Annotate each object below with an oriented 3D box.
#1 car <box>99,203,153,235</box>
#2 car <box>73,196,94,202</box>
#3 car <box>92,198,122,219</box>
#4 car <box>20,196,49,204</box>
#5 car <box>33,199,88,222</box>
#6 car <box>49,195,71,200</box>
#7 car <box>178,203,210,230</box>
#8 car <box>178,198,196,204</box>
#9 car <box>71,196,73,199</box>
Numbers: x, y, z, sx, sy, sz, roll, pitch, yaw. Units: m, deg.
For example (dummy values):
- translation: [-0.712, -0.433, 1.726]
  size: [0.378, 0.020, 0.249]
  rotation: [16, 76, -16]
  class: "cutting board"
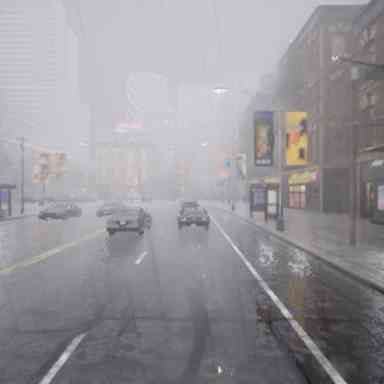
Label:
- translation: [-3.392, 1.561, 18.807]
  size: [2.033, 1.411, 5.357]
  rotation: [0, 0, 0]
  class: "car"
- translation: [-23.920, 1.651, 75.432]
  size: [4.718, 1.301, 1.895]
  rotation: [0, 0, 30]
  class: "car"
- translation: [-7.182, 1.527, 29.777]
  size: [1.837, 1.490, 4.892]
  rotation: [0, 0, -1]
  class: "car"
- translation: [-30.395, 1.497, 63.375]
  size: [5.357, 1.411, 2.033]
  rotation: [0, 0, 27]
  class: "car"
- translation: [-10.584, 1.568, 27.245]
  size: [2.033, 1.411, 5.357]
  rotation: [0, 0, 0]
  class: "car"
- translation: [-26.586, 1.460, 65.335]
  size: [4.892, 1.490, 1.837]
  rotation: [0, 0, 30]
  class: "car"
- translation: [0.109, 1.617, 21.391]
  size: [1.895, 1.301, 4.718]
  rotation: [0, 0, 0]
  class: "car"
- translation: [-0.491, 1.534, 39.176]
  size: [1.837, 1.490, 4.892]
  rotation: [0, 0, -7]
  class: "car"
- translation: [-29.223, 1.577, 77.605]
  size: [4.674, 1.452, 2.002]
  rotation: [0, 0, 20]
  class: "car"
